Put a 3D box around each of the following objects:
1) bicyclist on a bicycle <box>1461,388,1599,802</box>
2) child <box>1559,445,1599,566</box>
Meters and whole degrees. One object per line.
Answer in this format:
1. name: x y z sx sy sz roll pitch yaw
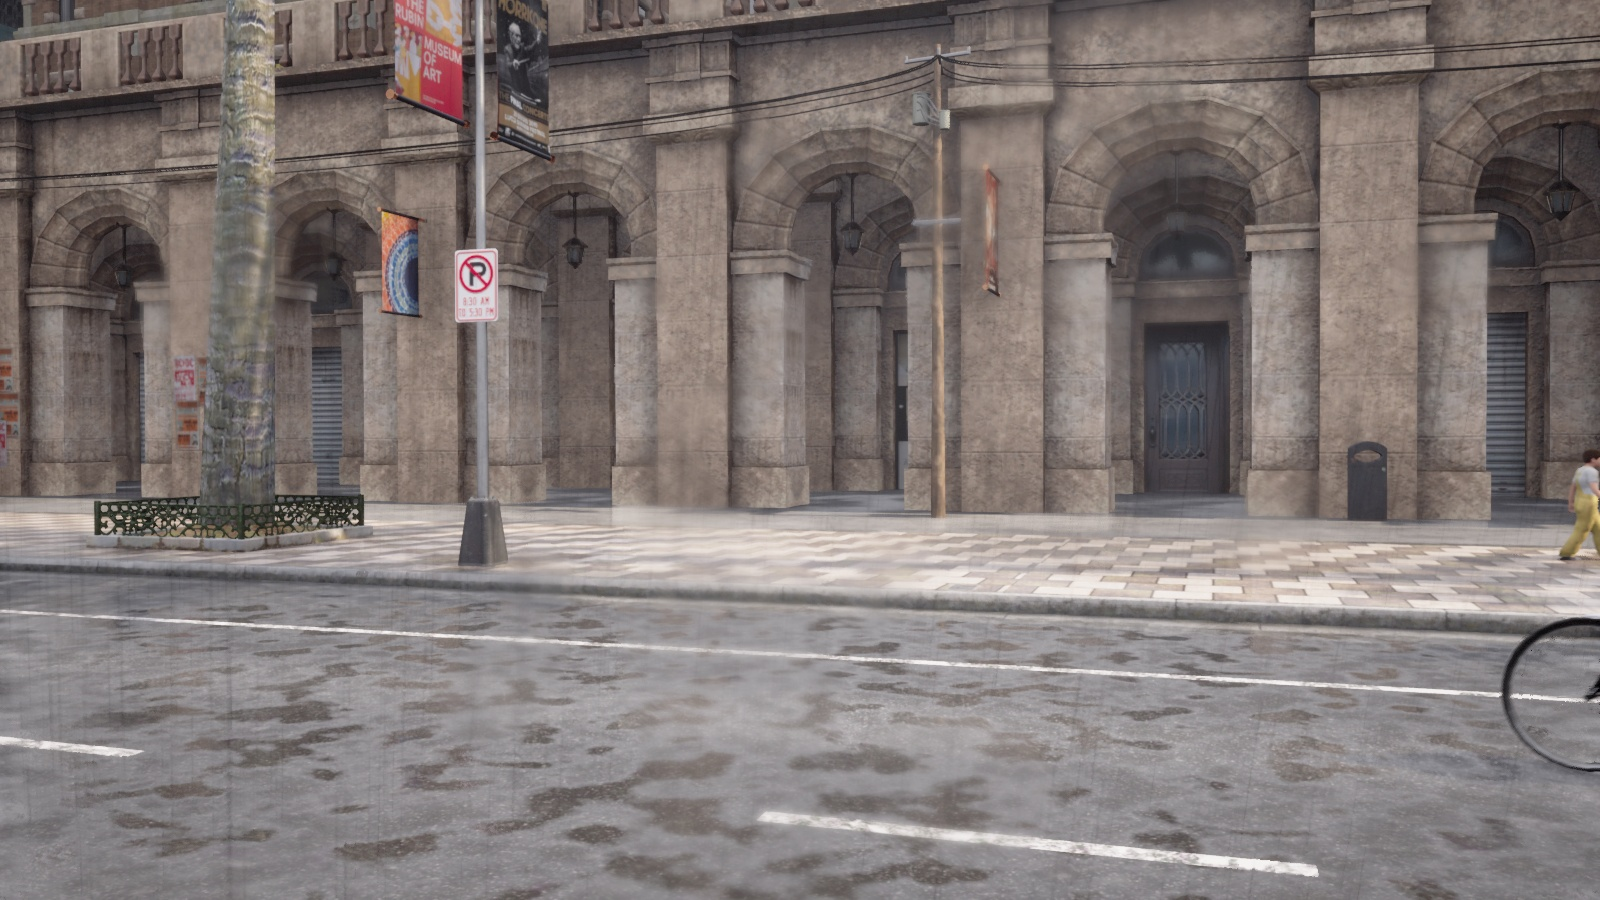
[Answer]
1. bicyclist on a bicycle: 4.011 0.624 5.528 1.843 1.776 0.659 1 1 19
2. child: 8.359 0.581 13.345 0.437 1.263 0.270 0 1 16
